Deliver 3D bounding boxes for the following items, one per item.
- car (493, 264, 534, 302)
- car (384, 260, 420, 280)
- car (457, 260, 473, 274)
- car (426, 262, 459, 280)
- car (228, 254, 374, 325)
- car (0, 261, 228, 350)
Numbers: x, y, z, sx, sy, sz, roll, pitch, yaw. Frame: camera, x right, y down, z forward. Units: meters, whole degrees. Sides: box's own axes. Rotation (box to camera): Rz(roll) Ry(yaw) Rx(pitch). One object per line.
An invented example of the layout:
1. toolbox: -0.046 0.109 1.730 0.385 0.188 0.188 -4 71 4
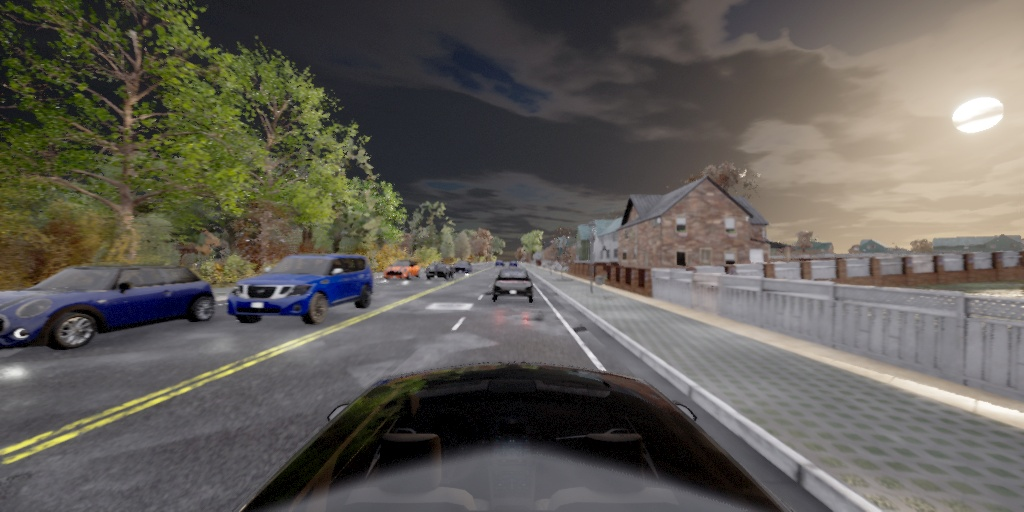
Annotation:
1. car: 0.063 1.358 17.814 2.128 1.511 4.902 1 0 0
2. car: -9.648 1.162 31.780 2.097 1.767 4.553 1 0 1
3. car: -6.329 1.356 46.296 2.097 1.767 4.553 1 0 0
4. car: -6.393 1.470 32.419 1.895 1.301 4.718 1 0 0
5. car: -6.547 0.937 12.035 2.150 2.045 5.566 1 0 1
6. car: -9.811 0.991 8.650 2.097 1.767 4.553 1 -1 0
